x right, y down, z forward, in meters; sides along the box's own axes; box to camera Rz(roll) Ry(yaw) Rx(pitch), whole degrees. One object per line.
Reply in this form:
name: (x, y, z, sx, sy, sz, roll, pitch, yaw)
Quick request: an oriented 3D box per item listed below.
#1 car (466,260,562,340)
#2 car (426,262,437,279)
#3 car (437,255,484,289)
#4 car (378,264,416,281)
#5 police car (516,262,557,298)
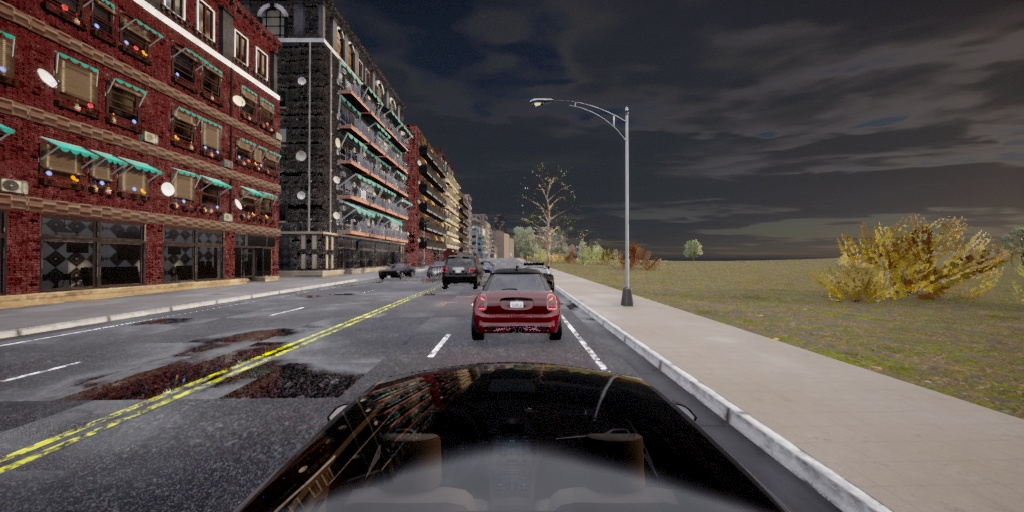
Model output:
car: (0.114, 1.103, 10.109, 2.097, 1.767, 4.553, 0, 0, 0)
car: (-6.529, 1.243, 33.053, 2.128, 1.511, 4.902, 0, 0, 0)
car: (-3.100, 0.975, 23.409, 2.150, 2.045, 5.566, 0, 0, 0)
car: (-9.784, 1.353, 30.708, 1.895, 1.301, 4.718, 0, 0, 0)
police car: (1.178, 1.177, 19.604, 1.930, 1.638, 5.238, 0, 0, 0)
